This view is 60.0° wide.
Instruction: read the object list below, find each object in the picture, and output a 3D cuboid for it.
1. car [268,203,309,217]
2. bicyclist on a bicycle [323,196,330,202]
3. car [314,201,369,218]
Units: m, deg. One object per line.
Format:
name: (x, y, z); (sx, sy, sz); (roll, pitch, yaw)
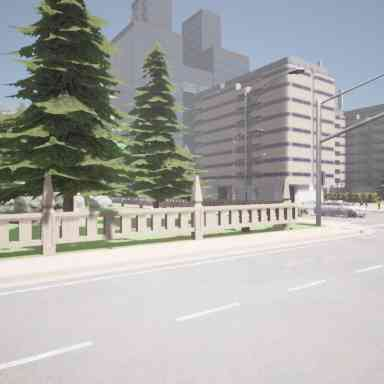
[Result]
car: (8.181, 1.547, 30.998); (2.033, 1.411, 5.357); (0, 0, -35)
bicyclist on a bicycle: (17.409, 1.302, 43.008); (1.656, 1.620, 0.582); (0, 0, -35)
car: (13.328, 1.526, 29.960); (1.812, 1.442, 4.674); (0, 0, -37)
